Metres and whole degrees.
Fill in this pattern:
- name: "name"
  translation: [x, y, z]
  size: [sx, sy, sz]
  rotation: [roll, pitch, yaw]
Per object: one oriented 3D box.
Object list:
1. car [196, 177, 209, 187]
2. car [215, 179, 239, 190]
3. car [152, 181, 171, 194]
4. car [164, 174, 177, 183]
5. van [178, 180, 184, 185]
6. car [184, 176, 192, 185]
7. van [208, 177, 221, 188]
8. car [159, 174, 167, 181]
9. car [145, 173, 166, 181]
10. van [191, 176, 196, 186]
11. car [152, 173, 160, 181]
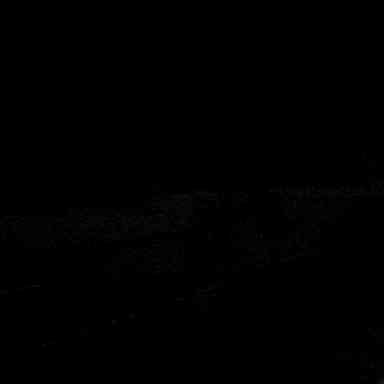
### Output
- name: "car"
  translation: [4.126, -1.984, 69.757]
  size: [2.435, 2.045, 5.566]
  rotation: [6, 6, 38]
- name: "car"
  translation: [7.259, -1.229, 64.711]
  size: [2.097, 1.535, 5.008]
  rotation: [5, 6, 38]
- name: "car"
  translation: [-6.036, -0.551, 54.064]
  size: [2.002, 1.452, 4.674]
  rotation: [4, 7, 36]
- name: "car"
  translation: [-3.725, -3.001, 82.536]
  size: [2.231, 1.521, 4.892]
  rotation: [6, 6, 38]
- name: "van"
  translation: [-0.497, -2.726, 77.520]
  size: [1.878, 1.987, 4.442]
  rotation: [5, 6, 38]
- name: "car"
  translation: [0.981, -2.366, 74.864]
  size: [2.185, 1.767, 4.553]
  rotation: [5, 6, 38]
- name: "van"
  translation: [5.775, -1.713, 67.333]
  size: [1.878, 1.987, 4.442]
  rotation: [5, 6, 38]
- name: "car"
  translation: [-5.311, -3.227, 85.097]
  size: [2.163, 1.488, 4.792]
  rotation: [5, 6, 38]
- name: "car"
  translation: [-10.143, -4.266, 92.664]
  size: [2.435, 2.045, 5.566]
  rotation: [5, 6, 37]
- name: "van"
  translation: [2.504, -2.208, 72.237]
  size: [1.878, 1.987, 4.442]
  rotation: [6, 6, 38]
- name: "car"
  translation: [-6.906, -3.761, 87.615]
  size: [2.435, 2.045, 5.566]
  rotation: [5, 6, 37]
